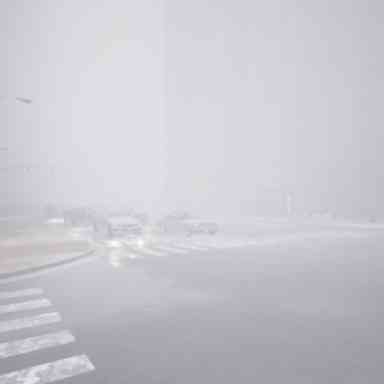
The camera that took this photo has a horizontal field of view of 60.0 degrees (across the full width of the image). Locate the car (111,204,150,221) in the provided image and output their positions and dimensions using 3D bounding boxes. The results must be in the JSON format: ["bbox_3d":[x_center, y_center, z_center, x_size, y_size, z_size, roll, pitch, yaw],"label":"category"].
[{"bbox_3d":[-5.236,1.935,27.803,1.895,1.301,4.718,0,-1,-32],"label":"car"}]

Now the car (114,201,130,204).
[{"bbox_3d":[-10.552,2.030,49.552,1.882,1.535,5.008,0,-1,-32],"label":"car"}]

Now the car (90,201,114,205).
[{"bbox_3d":[-10.746,1.974,36.576,2.033,1.411,5.357,0,-1,-32],"label":"car"}]

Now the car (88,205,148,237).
[{"bbox_3d":[-4.653,1.787,20.326,1.812,1.442,4.674,0,-1,-32],"label":"car"}]

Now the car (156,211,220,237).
[{"bbox_3d":[-0.344,1.853,20.055,1.895,1.301,4.718,0,-1,-32],"label":"car"}]

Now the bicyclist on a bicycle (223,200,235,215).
[{"bbox_3d":[3.934,1.700,35.726,1.656,1.620,0.582,0,0,-32],"label":"bicyclist on a bicycle"}]

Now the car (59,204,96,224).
[{"bbox_3d":[-9.511,1.943,28.025,1.895,1.301,4.718,0,-1,-32],"label":"car"}]

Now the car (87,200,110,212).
[{"bbox_3d":[-13.404,2.014,47.512,1.882,1.535,5.008,0,-1,-32],"label":"car"}]

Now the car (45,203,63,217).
[{"bbox_3d":[-15.070,1.927,36.895,2.128,1.511,4.902,0,-1,-32],"label":"car"}]
